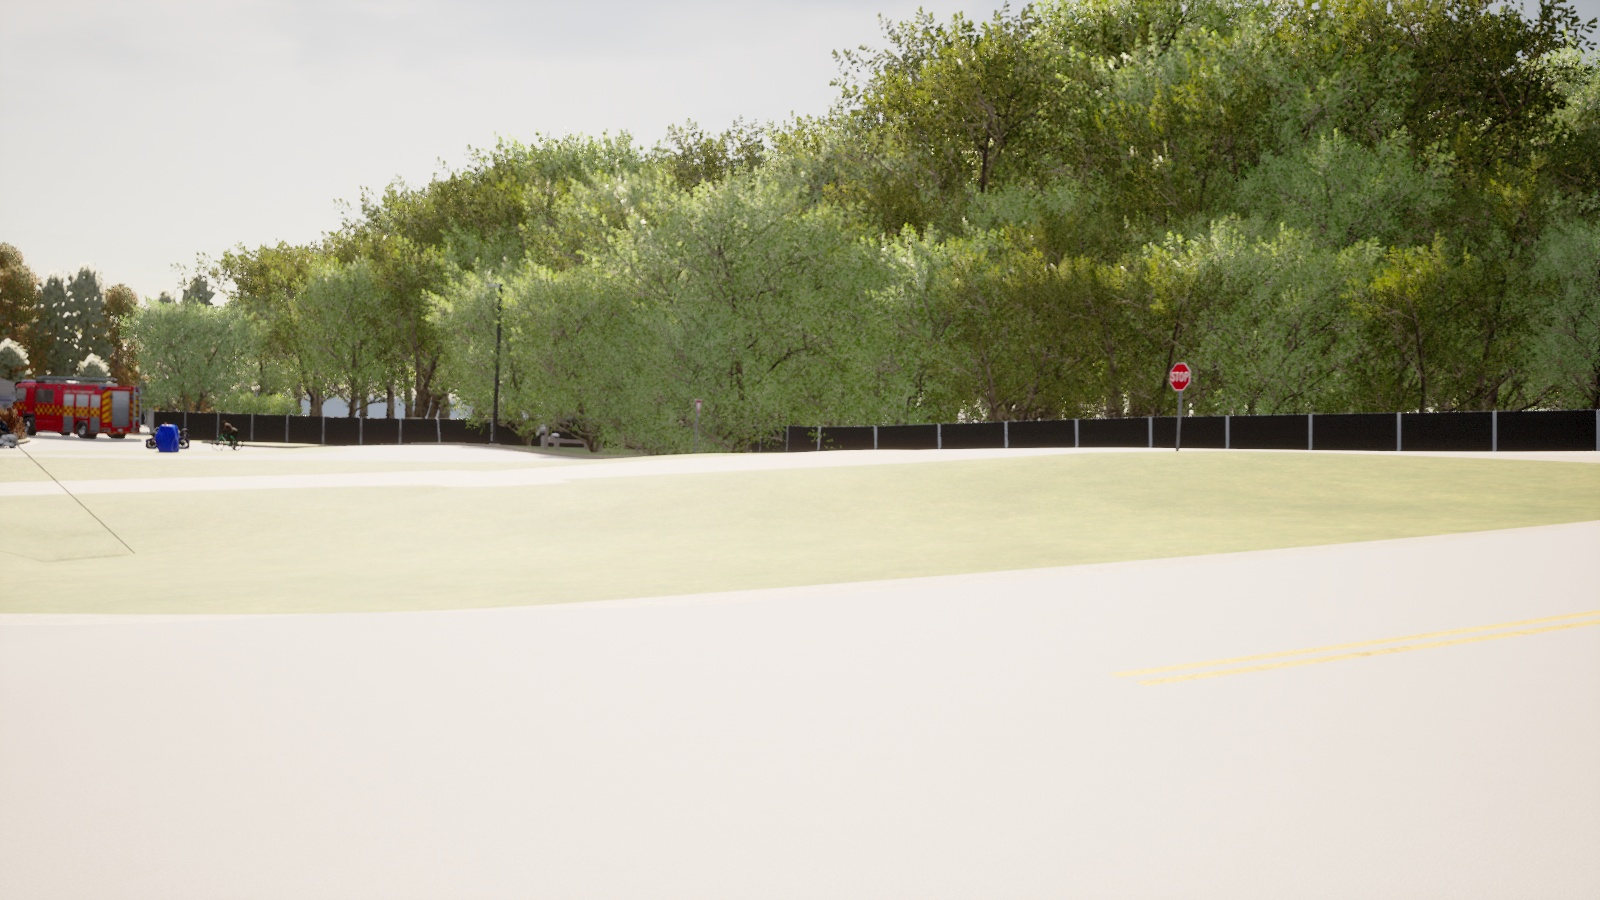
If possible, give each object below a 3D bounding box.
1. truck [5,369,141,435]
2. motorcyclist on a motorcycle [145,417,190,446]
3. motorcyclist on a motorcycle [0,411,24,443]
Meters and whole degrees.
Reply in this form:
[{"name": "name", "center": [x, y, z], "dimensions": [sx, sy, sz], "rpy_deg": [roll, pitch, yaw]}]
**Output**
[{"name": "truck", "center": [-46.102, -3.049, 79.597], "dimensions": [8.468, 3.827, 2.891], "rpy_deg": [3, 2, 23]}, {"name": "motorcyclist on a motorcycle", "center": [-35.294, -1.023, 70.147], "dimensions": [2.191, 1.530, 0.866], "rpy_deg": [1, 1, -24]}, {"name": "motorcyclist on a motorcycle", "center": [-40.971, -1.180, 64.346], "dimensions": [0.866, 1.590, 1.817], "rpy_deg": [3, 1, 31]}]
